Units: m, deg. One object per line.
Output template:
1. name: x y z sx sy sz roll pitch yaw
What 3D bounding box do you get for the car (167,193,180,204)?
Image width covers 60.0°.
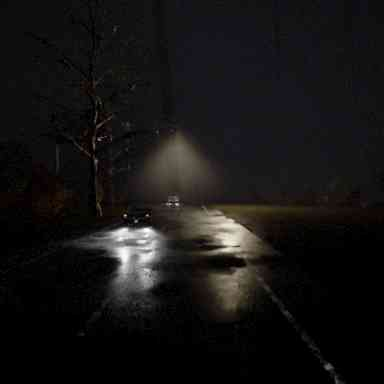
1. car: -3.582 1.229 64.998 2.150 2.045 5.566 0 0 0

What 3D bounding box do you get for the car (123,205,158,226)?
1. car: -3.601 1.588 23.652 1.895 1.301 4.718 0 0 0
